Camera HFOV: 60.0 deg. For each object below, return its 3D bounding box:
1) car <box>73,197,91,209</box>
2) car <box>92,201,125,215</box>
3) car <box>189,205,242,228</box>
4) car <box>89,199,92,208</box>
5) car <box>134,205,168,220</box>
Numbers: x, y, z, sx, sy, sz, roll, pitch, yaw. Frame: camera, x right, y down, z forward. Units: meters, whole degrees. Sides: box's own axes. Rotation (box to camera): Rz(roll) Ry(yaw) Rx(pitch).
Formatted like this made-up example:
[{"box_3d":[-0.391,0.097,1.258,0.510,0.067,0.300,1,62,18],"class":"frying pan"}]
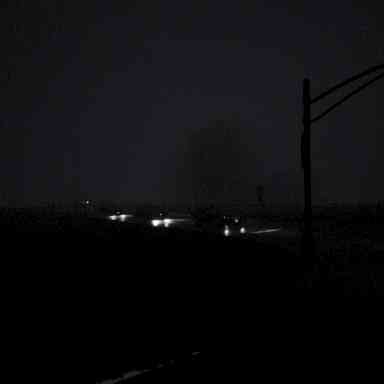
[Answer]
[{"box_3d":[-20.425,2.028,62.250,2.150,2.045,5.566,-1,0,-36],"class":"car"},{"box_3d":[-10.315,2.110,41.843,2.033,1.411,5.357,-1,0,-35],"class":"car"},{"box_3d":[1.662,1.771,25.126,2.128,1.511,4.902,-1,0,-36],"class":"car"},{"box_3d":[-14.369,2.153,53.812,2.128,1.511,4.902,-1,0,-35],"class":"car"},{"box_3d":[-4.168,1.981,33.243,1.994,1.385,4.181,-1,0,-37],"class":"car"}]
